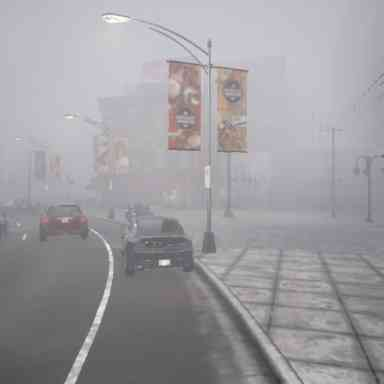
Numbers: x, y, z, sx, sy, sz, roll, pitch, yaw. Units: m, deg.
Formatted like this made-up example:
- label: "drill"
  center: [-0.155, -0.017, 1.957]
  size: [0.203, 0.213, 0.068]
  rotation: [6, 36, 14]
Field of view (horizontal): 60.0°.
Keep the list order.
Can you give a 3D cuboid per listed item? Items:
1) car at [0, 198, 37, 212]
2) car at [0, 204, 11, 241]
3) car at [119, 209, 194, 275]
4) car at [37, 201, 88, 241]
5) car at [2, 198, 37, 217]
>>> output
- label: "car"
  center: [-20.128, 1.497, 38.354]
  size: [4.674, 1.452, 2.002]
  rotation: [0, 0, 37]
- label: "car"
  center: [-10.017, 1.515, 15.988]
  size: [1.812, 1.442, 4.674]
  rotation: [0, 0, -25]
- label: "car"
  center: [-1.251, 1.502, 10.602]
  size: [1.837, 1.490, 4.892]
  rotation: [0, 0, -14]
- label: "car"
  center: [-6.677, 1.343, 17.126]
  size: [2.097, 1.767, 4.553]
  rotation: [0, 0, -24]
- label: "car"
  center: [-16.279, 1.332, 30.878]
  size: [2.097, 1.767, 4.553]
  rotation: [0, 0, -44]
